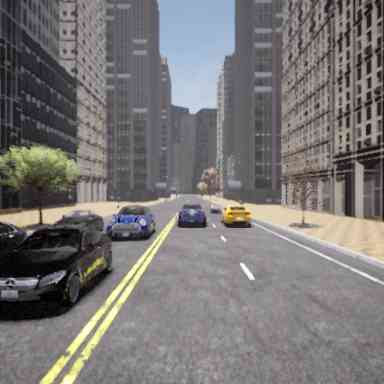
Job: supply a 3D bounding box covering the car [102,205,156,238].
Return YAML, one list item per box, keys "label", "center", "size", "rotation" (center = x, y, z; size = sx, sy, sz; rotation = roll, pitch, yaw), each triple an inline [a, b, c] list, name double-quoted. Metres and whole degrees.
- label: "car"
  center: [-3.253, 1.530, 18.623]
  size: [2.097, 1.767, 4.553]
  rotation: [0, -1, 0]

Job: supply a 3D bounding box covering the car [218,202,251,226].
- label: "car"
  center: [3.347, 1.722, 25.816]
  size: [1.882, 1.535, 5.008]
  rotation: [0, 0, 0]

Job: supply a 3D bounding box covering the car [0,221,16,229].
- label: "car"
  center: [-6.510, 1.596, 9.472]
  size: [1.837, 1.490, 4.892]
  rotation: [0, -1, 0]

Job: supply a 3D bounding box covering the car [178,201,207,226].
- label: "car"
  center: [0.034, 1.595, 25.783]
  size: [2.097, 1.767, 4.553]
  rotation: [0, -1, 1]

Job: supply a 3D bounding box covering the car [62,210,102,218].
- label: "car"
  center: [-6.504, 1.749, 19.452]
  size: [1.994, 1.385, 4.181]
  rotation: [0, -1, 0]

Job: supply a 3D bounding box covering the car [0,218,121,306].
- label: "car"
  center: [-3.271, 1.606, 8.332]
  size: [1.812, 1.442, 4.674]
  rotation: [0, -1, 0]

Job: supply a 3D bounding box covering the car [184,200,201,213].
- label: "car"
  center: [0.076, 1.899, 43.809]
  size: [2.128, 1.511, 4.902]
  rotation: [0, 0, 0]

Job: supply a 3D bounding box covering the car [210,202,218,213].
- label: "car"
  center: [3.342, 2.004, 43.539]
  size: [1.895, 1.301, 4.718]
  rotation: [0, 0, 0]
